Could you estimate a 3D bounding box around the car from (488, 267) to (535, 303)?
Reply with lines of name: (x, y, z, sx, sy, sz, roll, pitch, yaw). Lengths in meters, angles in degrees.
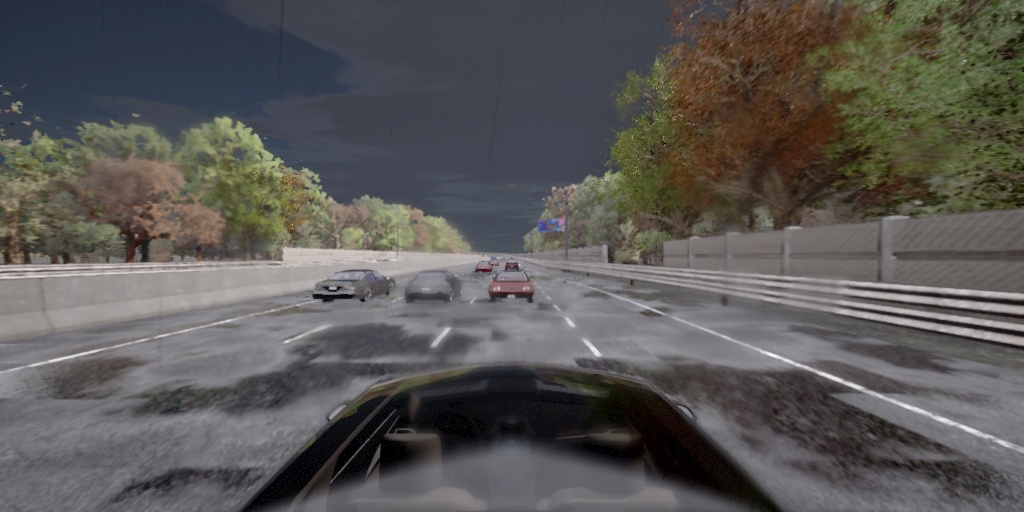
car: (-0.005, 1.360, 16.816, 1.895, 1.301, 4.718, 0, 0, 0)

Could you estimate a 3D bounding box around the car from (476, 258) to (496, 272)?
car: (-3.502, 1.340, 45.868, 1.994, 1.385, 4.181, 0, 0, 0)

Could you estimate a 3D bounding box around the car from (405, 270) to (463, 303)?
car: (-3.504, 1.323, 16.641, 1.994, 1.385, 4.181, 0, 0, 0)

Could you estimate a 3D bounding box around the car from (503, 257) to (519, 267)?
car: (-0.006, 1.258, 52.268, 1.882, 1.535, 5.008, 0, 0, 0)

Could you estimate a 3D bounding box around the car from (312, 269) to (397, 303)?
car: (-7.001, 1.306, 16.534, 2.033, 1.411, 5.357, 0, 0, 0)
